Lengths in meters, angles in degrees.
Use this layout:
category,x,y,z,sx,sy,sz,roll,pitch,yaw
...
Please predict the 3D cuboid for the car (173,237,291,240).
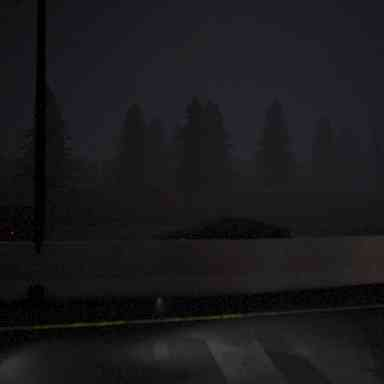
category,x,y,z,sx,sy,sz,roll,pitch,yaw
car,1.035,1.580,11.833,5.008,1.535,1.882,0,0,-12
